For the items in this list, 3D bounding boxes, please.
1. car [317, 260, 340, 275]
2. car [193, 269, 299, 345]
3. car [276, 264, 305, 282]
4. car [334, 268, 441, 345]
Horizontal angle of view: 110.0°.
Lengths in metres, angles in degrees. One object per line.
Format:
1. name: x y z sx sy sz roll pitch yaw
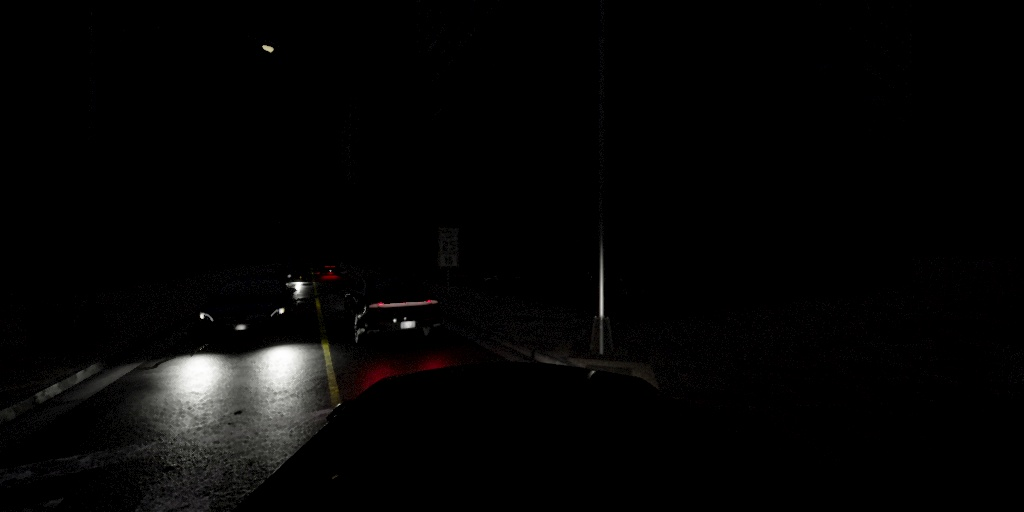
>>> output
1. car: -19.448 1.248 38.191 1.837 1.490 4.892 0 0 -29
2. car: -7.034 1.271 9.827 1.812 1.442 4.674 0 0 -30
3. car: -17.501 1.306 28.358 1.994 1.385 4.181 0 0 -29
4. car: -3.392 1.240 9.692 2.128 1.511 4.902 0 0 -30
